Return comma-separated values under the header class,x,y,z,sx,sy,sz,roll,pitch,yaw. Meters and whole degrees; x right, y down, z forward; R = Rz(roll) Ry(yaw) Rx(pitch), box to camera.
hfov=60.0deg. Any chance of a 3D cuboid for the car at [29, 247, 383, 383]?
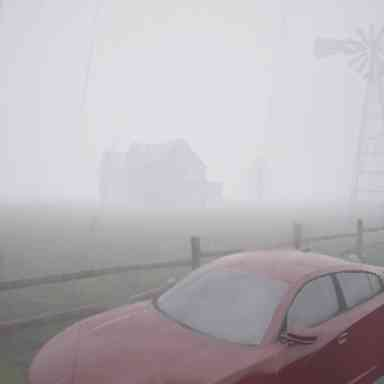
class,x,y,z,sx,sy,sz,roll,pitch,yaw
car,0.850,1.493,3.849,5.008,1.535,1.882,0,0,-37
